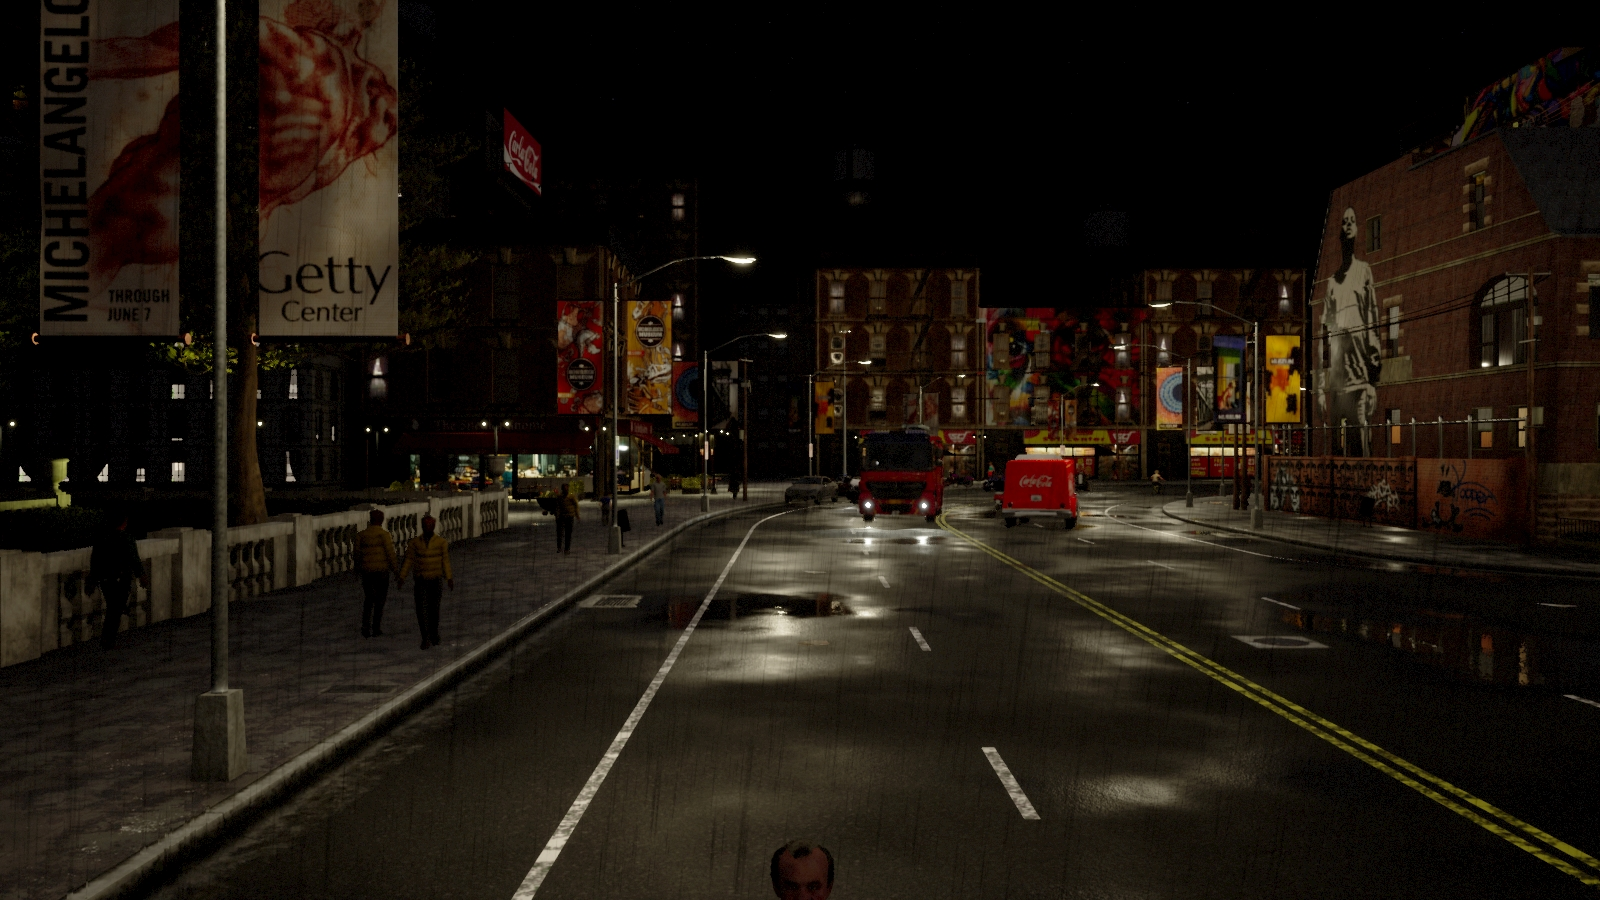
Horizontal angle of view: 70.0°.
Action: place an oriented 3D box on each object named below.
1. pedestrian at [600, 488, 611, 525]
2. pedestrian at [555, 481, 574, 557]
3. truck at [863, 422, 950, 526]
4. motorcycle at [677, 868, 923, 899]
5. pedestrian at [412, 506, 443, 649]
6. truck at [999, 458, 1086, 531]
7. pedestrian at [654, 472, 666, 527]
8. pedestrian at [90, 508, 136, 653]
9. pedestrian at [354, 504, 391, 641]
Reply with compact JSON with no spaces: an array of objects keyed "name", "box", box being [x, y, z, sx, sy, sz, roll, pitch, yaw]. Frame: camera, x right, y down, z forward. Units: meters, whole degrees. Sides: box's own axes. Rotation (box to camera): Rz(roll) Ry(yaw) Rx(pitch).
[{"name":"pedestrian","box":[-6.819,1.978,40.013,0.375,1.300,0.375,0,0,-9]},{"name":"pedestrian","box":[-5.820,1.696,28.253,0.375,1.860,0.375,0,0,2]},{"name":"truck","box":[4.481,0.891,46.448,2.891,3.827,8.468,0,0,10]},{"name":"motorcycle","box":[-0.002,2.182,3.374,0.856,1.236,1.805,0,0,0]},{"name":"pedestrian","box":[-4.985,1.696,15.291,0.375,1.860,0.375,0,0,-14]},{"name":"truck","box":[9.116,1.572,42.637,2.627,2.467,5.204,0,0,18]},{"name":"pedestrian","box":[-4.832,1.696,39.290,0.375,1.860,0.375,0,0,-13]},{"name":"pedestrian","box":[-9.008,1.698,14.981,0.375,1.860,0.375,0,0,-1]},{"name":"pedestrian","box":[-5.951,1.697,15.915,0.375,1.860,0.375,0,0,-1]}]
